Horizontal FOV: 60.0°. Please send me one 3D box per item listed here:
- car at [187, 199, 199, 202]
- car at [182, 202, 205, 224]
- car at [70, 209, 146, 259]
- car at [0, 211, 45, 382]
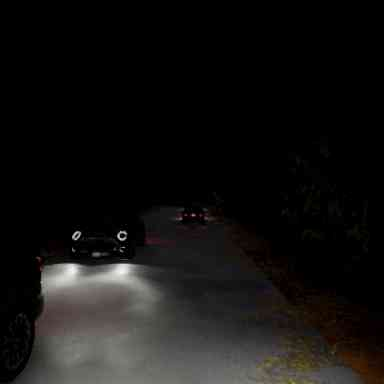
[{"bbox_3d":[0.119,1.598,41.407,2.097,1.767,4.553,0,0,0],"label":"car"},{"bbox_3d":[0.113,1.813,27.743,2.033,1.411,5.357,0,0,0],"label":"car"},{"bbox_3d":[-3.153,1.509,13.257,2.097,1.767,4.553,0,-1,0],"label":"car"},{"bbox_3d":[-3.192,1.235,2.563,2.150,2.045,5.566,0,-1,0],"label":"car"}]
